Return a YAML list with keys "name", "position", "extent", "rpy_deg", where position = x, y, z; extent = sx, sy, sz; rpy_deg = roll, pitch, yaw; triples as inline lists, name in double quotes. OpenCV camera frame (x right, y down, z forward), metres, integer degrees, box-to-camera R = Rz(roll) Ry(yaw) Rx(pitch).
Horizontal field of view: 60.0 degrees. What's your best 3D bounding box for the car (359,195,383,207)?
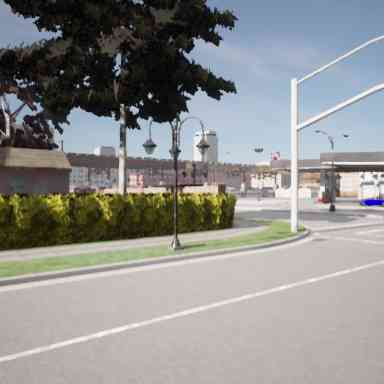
- name: "car"
  position: [26.089, 1.255, 46.814]
  extent: [2.242, 1.667, 4.611]
  rpy_deg: [0, 0, -35]
